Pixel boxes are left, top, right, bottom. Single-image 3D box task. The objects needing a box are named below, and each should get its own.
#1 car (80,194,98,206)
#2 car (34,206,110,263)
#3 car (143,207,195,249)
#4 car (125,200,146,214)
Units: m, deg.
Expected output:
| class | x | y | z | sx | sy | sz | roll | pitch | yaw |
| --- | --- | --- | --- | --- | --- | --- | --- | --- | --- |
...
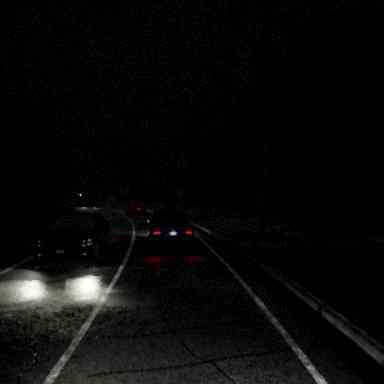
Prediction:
| class | x | y | z | sx | sy | sz | roll | pitch | yaw |
| --- | --- | --- | --- | --- | --- | --- | --- | --- | --- |
| car | -16.576 | 1.344 | 53.369 | 2.150 | 2.045 | 5.566 | 3 | -1 | -26 |
| car | -4.221 | 1.508 | 12.373 | 1.882 | 1.535 | 5.008 | 1 | 0 | -7 |
| car | -1.022 | 1.618 | 14.970 | 2.033 | 1.411 | 5.357 | 1 | 0 | -7 |
| car | -6.609 | 1.693 | 38.473 | 1.882 | 1.535 | 5.008 | 2 | -1 | -18 |
